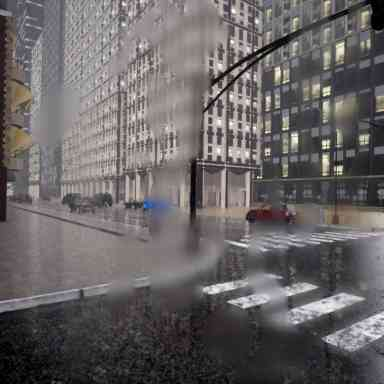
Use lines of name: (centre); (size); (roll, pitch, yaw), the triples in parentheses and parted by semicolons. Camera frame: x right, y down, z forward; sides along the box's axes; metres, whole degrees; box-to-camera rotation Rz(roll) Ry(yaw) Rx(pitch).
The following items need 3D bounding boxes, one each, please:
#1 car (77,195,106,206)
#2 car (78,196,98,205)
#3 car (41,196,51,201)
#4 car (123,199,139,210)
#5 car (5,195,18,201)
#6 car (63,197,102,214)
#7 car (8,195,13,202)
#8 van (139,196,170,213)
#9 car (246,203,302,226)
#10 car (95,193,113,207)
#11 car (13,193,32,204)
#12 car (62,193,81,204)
car: (-14.565, 1.536, 48.010); (1.994, 1.385, 4.181); (1, -1, -37)
car: (-18.483, 1.526, 58.859); (1.837, 1.490, 4.892); (1, -1, -35)
car: (-36.768, 1.571, 83.807); (1.802, 1.307, 4.206); (1, -1, -35)
car: (-7.323, 1.584, 42.365); (2.008, 1.369, 4.403); (1, -1, -35)
car: (-40.326, 1.378, 74.350); (2.008, 1.369, 4.403); (1, -1, -35)
car: (-10.882, 1.427, 32.907); (2.008, 1.369, 4.403); (1, -1, -35)
car: (-37.055, 1.397, 69.745); (1.947, 1.339, 4.313); (1, -1, -35)
van: (-4.048, 1.382, 37.762); (1.690, 1.788, 3.998); (1, -1, -35)
car: (5.765, 1.505, 23.947); (1.967, 1.590, 4.097); (1, -1, -35)
car: (-14.473, 1.255, 53.157); (2.150, 2.045, 5.566); (1, -1, -35)
car: (-30.508, 1.155, 60.538); (2.192, 1.841, 5.009); (1, -1, -35)
car: (-20.028, 1.183, 55.613); (2.150, 2.045, 5.566); (1, -1, -35)
